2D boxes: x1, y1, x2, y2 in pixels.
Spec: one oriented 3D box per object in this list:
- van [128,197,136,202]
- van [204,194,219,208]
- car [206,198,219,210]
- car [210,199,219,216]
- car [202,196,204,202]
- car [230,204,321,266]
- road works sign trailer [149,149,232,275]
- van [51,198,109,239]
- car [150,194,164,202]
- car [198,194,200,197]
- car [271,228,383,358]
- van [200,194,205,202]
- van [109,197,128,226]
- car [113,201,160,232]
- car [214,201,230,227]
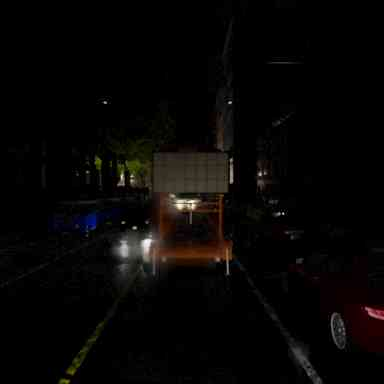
[{"bbox_3d":[-5.775,1.322,28.374,1.690,1.788,3.998,0,0,0],"label":"van"},{"bbox_3d":[2.708,1.307,39.755,1.690,1.788,3.998,0,0,0],"label":"van"},{"bbox_3d":[2.729,1.556,34.095,1.802,1.307,4.206,0,0,0],"label":"car"},{"bbox_3d":[2.751,1.563,28.434,1.802,1.307,4.206,0,0,0],"label":"car"},{"bbox_3d":[2.687,1.502,45.415,1.887,1.381,4.507,0,0,0],"label":"car"},{"bbox_3d":[2.813,1.311,11.453,2.192,1.841,5.009,0,0,0],"label":"car"},{"bbox_3d":[-0.037,0.461,10.395,2.380,3.560,2.880,0,0,0],"label":"road works sign trailer"},{"bbox_3d":[-5.732,1.334,17.059,1.690,1.788,3.998,0,0,0],"label":"van"},{"bbox_3d":[-5.880,1.251,56.664,2.192,1.841,5.009,0,0,0],"label":"car"},{"bbox_3d":[2.624,1.490,62.397,1.947,1.339,4.313,0,0,0],"label":"car"},{"bbox_3d":[2.835,1.581,5.792,1.802,1.307,4.206,0,0,0],"label":"car"},{"bbox_3d":[2.645,1.277,56.736,1.690,1.788,3.998,0,0,0],"label":"van"},{"bbox_3d":[-5.754,1.329,22.716,1.690,1.788,3.998,0,0,0],"label":"van"},{"bbox_3d":[-3.074,1.537,20.511,2.033,1.411,5.357,0,0,0],"label":"car"},{"bbox_3d":[2.772,1.532,22.774,1.887,1.381,4.507,0,0,0],"label":"car"}]
